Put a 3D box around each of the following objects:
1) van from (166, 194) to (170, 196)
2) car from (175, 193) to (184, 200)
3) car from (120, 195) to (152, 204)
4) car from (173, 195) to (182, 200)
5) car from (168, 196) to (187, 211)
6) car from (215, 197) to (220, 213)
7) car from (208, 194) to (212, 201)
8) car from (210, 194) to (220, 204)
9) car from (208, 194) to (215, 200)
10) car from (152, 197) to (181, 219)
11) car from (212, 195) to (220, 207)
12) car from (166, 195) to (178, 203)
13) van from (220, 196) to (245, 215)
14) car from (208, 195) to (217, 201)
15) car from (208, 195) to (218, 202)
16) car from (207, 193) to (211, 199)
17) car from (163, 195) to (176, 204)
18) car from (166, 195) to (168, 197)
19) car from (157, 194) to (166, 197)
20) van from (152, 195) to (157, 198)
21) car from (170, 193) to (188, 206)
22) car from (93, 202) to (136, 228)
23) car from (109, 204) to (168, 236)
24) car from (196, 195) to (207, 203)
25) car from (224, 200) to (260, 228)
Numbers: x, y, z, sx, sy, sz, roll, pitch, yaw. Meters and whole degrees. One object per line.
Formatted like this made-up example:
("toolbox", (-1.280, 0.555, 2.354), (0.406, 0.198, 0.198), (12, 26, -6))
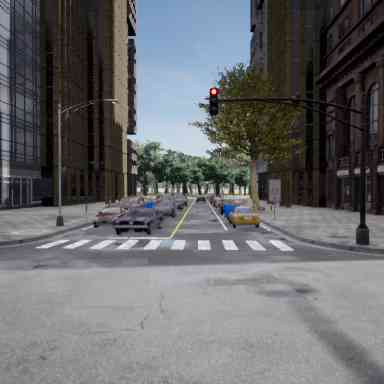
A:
("van", (-4.305, 1.249, 56.010), (1.690, 1.788, 3.998), (0, 0, 1))
("car", (-3.438, 1.123, 90.076), (2.192, 1.841, 5.009), (0, 0, 1))
("car", (-5.029, 1.288, 27.620), (2.192, 1.841, 5.009), (-1, 0, 1))
("car", (-3.580, 1.371, 84.398), (1.887, 1.381, 4.507), (0, 0, 1))
("car", (-2.016, 1.549, 40.439), (1.895, 1.301, 4.718), (0, 0, 2))
("car", (3.641, 1.530, 33.089), (1.947, 1.339, 4.313), (-1, 0, 1))
("car", (4.219, 1.459, 55.799), (2.008, 1.369, 4.403), (-1, 0, 1))
("car", (4.075, 1.469, 50.122), (1.887, 1.381, 4.507), (-1, 0, 1))
("car", (4.946, 1.351, 84.355), (1.752, 1.417, 4.829), (0, 0, 1))
("car", (-2.309, 1.476, 29.206), (1.837, 1.490, 4.892), (0, 0, 2))
("car", (3.935, 1.463, 44.614), (1.752, 1.417, 4.829), (-1, 0, 1))
("car", (-4.014, 1.421, 67.365), (1.887, 1.381, 4.507), (0, 0, 1))
("van", (3.494, 1.315, 27.412), (1.690, 1.788, 3.998), (-1, 0, 1))
("car", (4.798, 1.425, 78.508), (1.802, 1.307, 4.206), (0, 0, 1))
("car", (4.653, 1.411, 72.830), (2.008, 1.369, 4.403), (0, 0, 1))
("car", (4.362, 1.208, 61.475), (2.192, 1.841, 5.009), (-1, 0, 1))
("car", (-4.160, 1.333, 61.687), (1.967, 1.590, 4.097), (0, 0, 1))
("car", (-4.592, 1.489, 44.655), (2.008, 1.369, 4.403), (-1, 0, 1))
("car", (-4.739, 1.267, 38.976), (2.192, 1.841, 5.009), (-1, 0, 1))
("van", (-4.884, 1.305, 33.299), (1.690, 1.788, 3.998), (-1, 0, 1))
("car", (-1.721, 1.275, 50.618), (2.097, 1.767, 4.553), (0, 0, 2))
("car", (-5.170, 1.564, 21.942), (1.802, 1.307, 4.206), (-1, 0, 1))
("car", (-2.783, 1.587, 18.469), (1.895, 1.301, 4.718), (0, 0, 5))
("car", (1.820, 1.385, 65.877), (1.837, 1.490, 4.892), (0, 0, 1))
("car", (3.356, 1.507, 21.903), (1.752, 1.417, 4.829), (-1, 0, 1))
